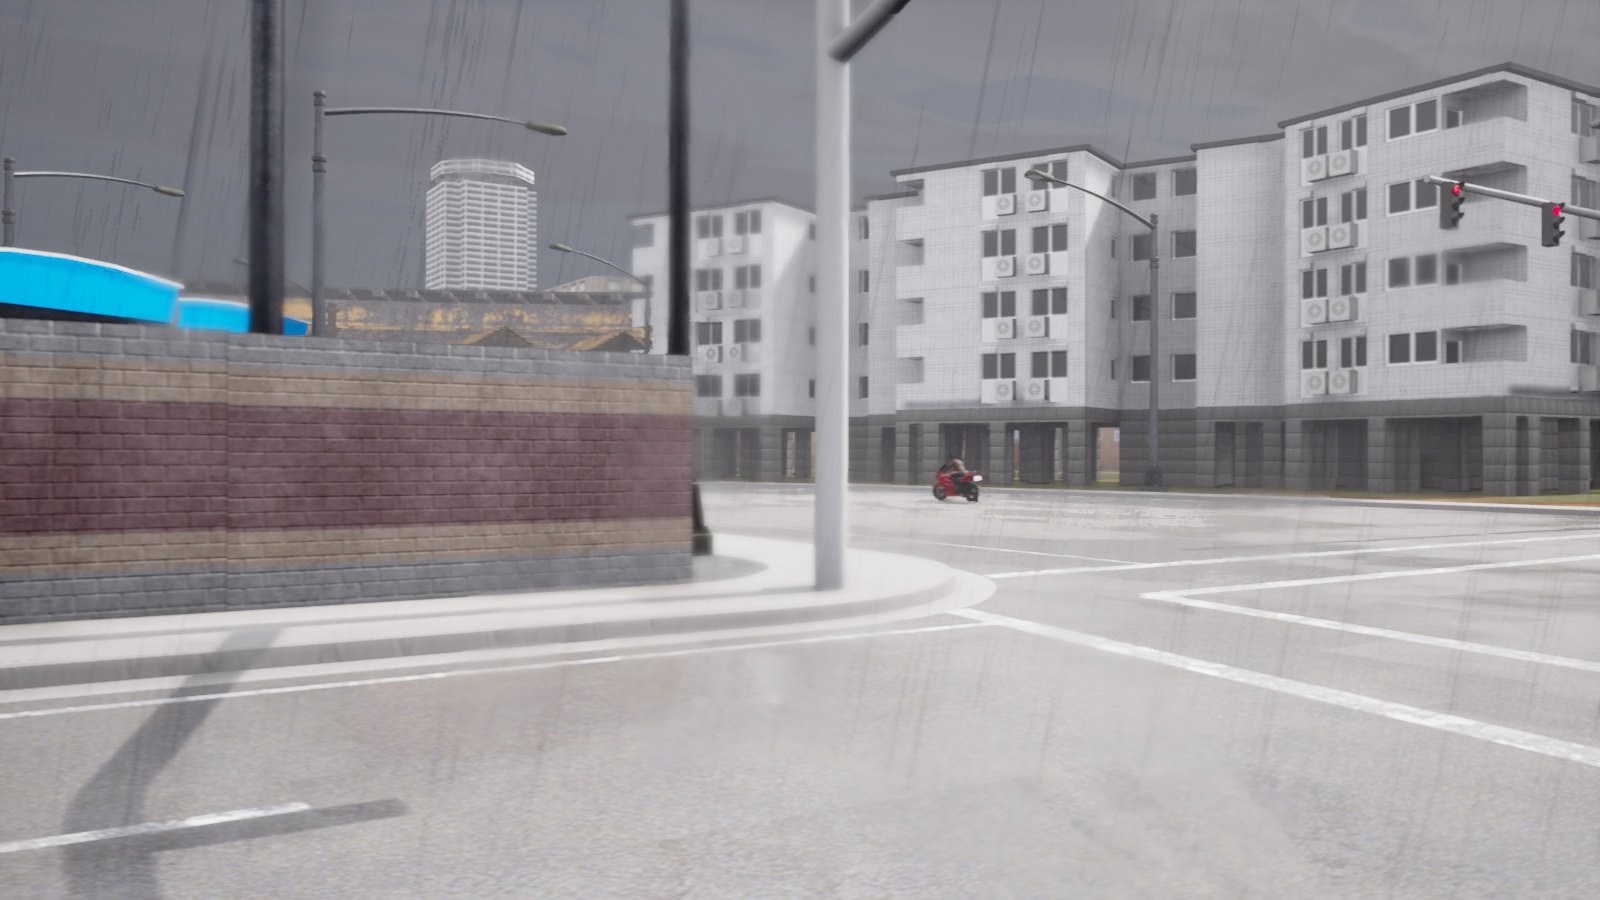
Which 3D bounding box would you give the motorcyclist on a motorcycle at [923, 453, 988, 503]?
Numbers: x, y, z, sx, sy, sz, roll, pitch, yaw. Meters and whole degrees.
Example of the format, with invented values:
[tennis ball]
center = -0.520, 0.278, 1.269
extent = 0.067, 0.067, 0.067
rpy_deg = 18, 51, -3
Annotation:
[motorcyclist on a motorcycle]
center = 4.830, 0.852, 39.228
extent = 0.797, 1.523, 2.044
rpy_deg = 0, 0, -38
